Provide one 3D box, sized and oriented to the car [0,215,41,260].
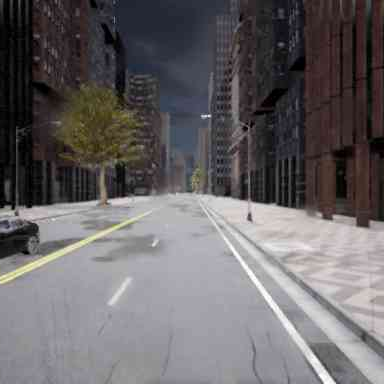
[{"bbox_3d":[-6.555,1.507,10.428,2.128,1.511,4.902,0,0,0],"label":"car"}]
